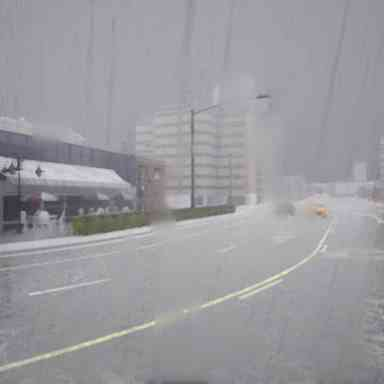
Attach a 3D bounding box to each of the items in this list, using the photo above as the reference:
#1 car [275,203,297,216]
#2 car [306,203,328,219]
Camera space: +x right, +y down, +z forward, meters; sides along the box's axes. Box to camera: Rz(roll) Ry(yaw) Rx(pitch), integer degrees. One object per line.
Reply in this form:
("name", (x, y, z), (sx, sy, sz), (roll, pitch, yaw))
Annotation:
("car", (10.678, 1.984, 37.624), (1.994, 1.385, 4.181), (-1, -1, 24))
("car", (12.768, 1.830, 33.821), (1.882, 1.535, 5.008), (-1, -1, 25))
